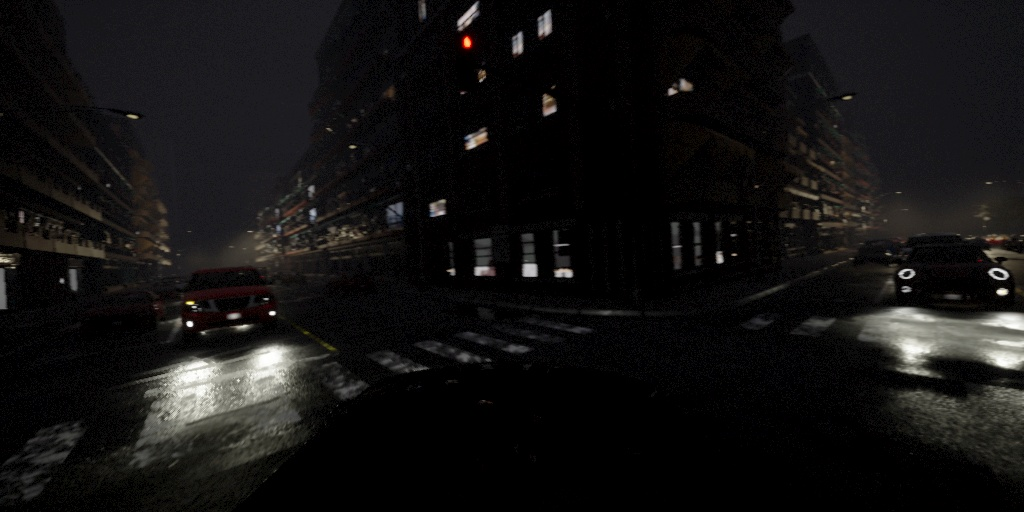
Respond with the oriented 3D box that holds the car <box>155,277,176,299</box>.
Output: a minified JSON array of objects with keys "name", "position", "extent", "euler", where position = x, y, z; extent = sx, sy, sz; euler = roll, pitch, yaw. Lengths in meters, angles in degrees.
[{"name":"car","position":[-23.356,2.352,24.287],"extent":[2.007,1.370,4.403],"euler":[0,0,-41]}]

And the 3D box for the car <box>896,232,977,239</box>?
[{"name":"car","position":[21.170,-0.141,17.992],"extent":[5.566,2.045,2.150],"euler":[-3,0,-41]}]

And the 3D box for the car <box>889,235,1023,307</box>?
[{"name":"car","position":[13.263,0.409,10.972],"extent":[4.553,1.767,2.097],"euler":[-3,0,-42]}]

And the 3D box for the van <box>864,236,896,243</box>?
[{"name":"van","position":[28.998,-0.444,28.313],"extent":[3.998,1.789,1.690],"euler":[0,0,-41]}]

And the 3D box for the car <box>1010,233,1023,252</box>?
[{"name":"car","position":[42.995,-1.070,29.538],"extent":[4.097,1.591,1.967],"euler":[0,0,-41]}]

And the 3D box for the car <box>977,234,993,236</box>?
[{"name":"car","position":[46.619,-1.151,36.281],"extent":[4.181,1.385,1.994],"euler":[-3,0,-41]}]

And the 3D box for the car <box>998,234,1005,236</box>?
[{"name":"car","position":[47.229,-1.298,33.267],"extent":[4.097,1.591,1.967],"euler":[0,0,-41]}]

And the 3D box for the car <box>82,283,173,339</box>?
[{"name":"car","position":[-13.888,1.951,13.035],"extent":[1.888,1.381,4.507],"euler":[0,0,-41]}]

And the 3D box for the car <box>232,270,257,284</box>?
[{"name":"car","position":[-33.787,2.604,45.289],"extent":[2.128,1.511,4.902],"euler":[-4,1,-41]}]

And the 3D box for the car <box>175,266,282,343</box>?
[{"name":"car","position":[-9.457,1.380,11.947],"extent":[2.150,2.045,5.566],"euler":[-4,1,-41]}]

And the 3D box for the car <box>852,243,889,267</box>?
[{"name":"car","position":[24.769,0.006,24.580],"extent":[4.313,1.339,1.948],"euler":[0,0,-41]}]

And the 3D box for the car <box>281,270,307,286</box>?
[{"name":"car","position":[-20.818,2.027,34.185],"extent":[1.751,1.417,4.829],"euler":[0,0,-41]}]

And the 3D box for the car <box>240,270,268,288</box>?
[{"name":"car","position":[-26.708,2.318,37.025],"extent":[1.837,1.490,4.892],"euler":[-4,1,-41]}]

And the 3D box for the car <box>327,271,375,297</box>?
[{"name":"car","position":[-9.545,1.574,21.184],"extent":[1.888,1.381,4.507],"euler":[0,0,-41]}]
